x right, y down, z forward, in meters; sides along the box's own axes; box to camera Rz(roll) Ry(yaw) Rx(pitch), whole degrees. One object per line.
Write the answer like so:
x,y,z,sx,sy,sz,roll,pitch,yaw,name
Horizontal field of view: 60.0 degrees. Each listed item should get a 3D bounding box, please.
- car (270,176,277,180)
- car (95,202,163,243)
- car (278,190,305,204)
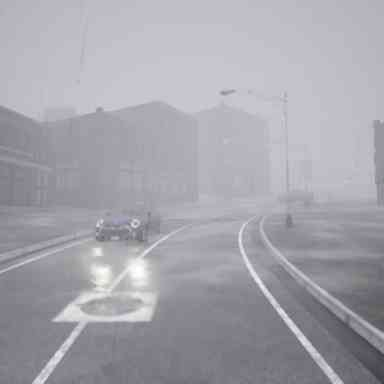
21.237,-3.466,90.685,4.553,1.767,2.185,-1,-4,-2,car
-2.847,1.303,15.807,2.097,1.767,4.553,-1,0,9,car
15.643,0.743,52.118,5.566,2.045,2.150,-1,-3,-44,car
